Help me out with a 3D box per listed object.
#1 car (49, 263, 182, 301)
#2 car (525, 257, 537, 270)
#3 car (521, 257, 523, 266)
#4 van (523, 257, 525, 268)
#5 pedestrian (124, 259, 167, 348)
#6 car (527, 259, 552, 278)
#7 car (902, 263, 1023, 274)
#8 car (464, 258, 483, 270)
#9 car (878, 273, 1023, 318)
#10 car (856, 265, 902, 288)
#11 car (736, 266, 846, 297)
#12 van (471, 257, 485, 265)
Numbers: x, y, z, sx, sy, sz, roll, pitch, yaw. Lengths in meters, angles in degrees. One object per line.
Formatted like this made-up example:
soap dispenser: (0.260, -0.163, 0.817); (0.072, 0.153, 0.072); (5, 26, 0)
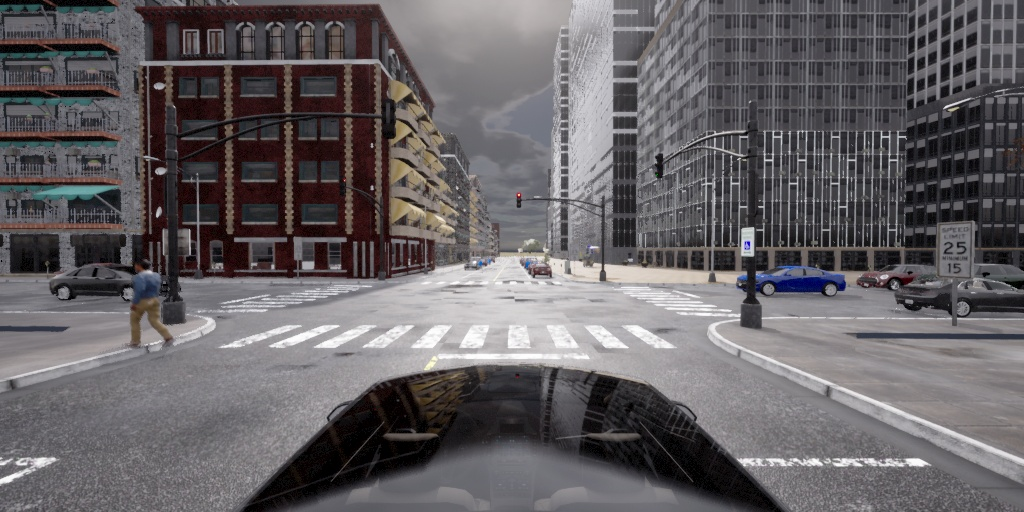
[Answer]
car: (-17.961, 1.197, 16.368); (4.892, 1.490, 1.837); (0, 1, 1)
car: (2.736, 1.157, 39.093); (1.967, 1.591, 4.097); (0, 0, 0)
car: (2.772, 1.237, 56.031); (1.888, 1.381, 4.507); (0, 0, 0)
van: (2.760, 1.042, 50.385); (1.690, 1.789, 3.998); (0, 0, 0)
pedestrian: (-7.381, 0.917, 7.211); (0.375, 1.860, 0.375); (-1, 1, 0)
car: (2.724, 1.270, 33.447); (1.888, 1.381, 4.507); (0, 0, 0)
car: (24.142, 1.188, 18.898); (4.553, 1.767, 2.097); (0, 1, 1)
car: (-5.588, 1.267, 50.370); (1.948, 1.339, 4.313); (0, 0, 0)
car: (16.739, 1.445, 13.111); (4.403, 1.370, 2.007); (0, 0, 1)
car: (23.416, 1.229, 21.644); (4.097, 1.591, 1.967); (0, 0, 1)
car: (14.683, 1.269, 19.056); (5.008, 1.535, 1.882); (0, 1, 2)
van: (-5.577, 1.033, 56.016); (1.690, 1.789, 3.998); (0, 0, 0)
